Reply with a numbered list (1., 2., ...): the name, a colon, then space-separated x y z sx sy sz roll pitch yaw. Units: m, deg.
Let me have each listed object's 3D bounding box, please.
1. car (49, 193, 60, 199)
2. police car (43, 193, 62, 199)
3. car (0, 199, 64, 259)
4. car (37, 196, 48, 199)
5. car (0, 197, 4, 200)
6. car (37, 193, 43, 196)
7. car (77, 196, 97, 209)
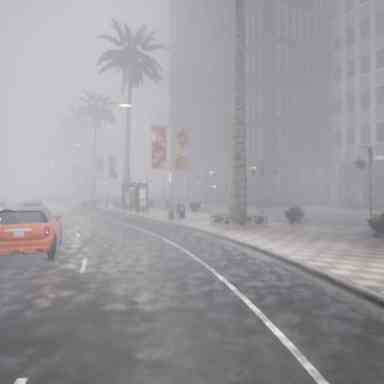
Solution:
1. car: -36.601 1.154 88.361 2.161 1.482 4.786 -1 0 -27
2. police car: -27.903 1.057 66.333 1.930 1.638 5.238 -10 7 -27
3. car: -6.017 1.308 12.226 2.097 1.767 4.553 -1 0 -19
4. car: -14.214 1.396 29.698 1.837 1.490 4.892 -1 0 -27
5. car: -26.415 1.428 45.507 1.994 1.385 4.181 -1 0 -27
6. car: -36.083 1.044 80.638 1.837 1.490 4.892 -1 0 -27
7. car: -13.493 1.281 42.555 2.231 1.521 4.892 -1 0 -27
